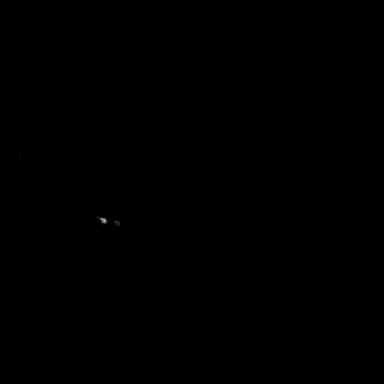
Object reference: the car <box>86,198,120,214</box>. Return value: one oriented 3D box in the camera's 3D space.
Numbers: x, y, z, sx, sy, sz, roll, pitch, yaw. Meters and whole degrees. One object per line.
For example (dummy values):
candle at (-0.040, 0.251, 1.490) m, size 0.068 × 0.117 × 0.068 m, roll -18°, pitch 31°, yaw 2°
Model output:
car at (-8.123, 1.264, 30.336) m, size 1.994 × 1.385 × 4.181 m, roll 1°, pitch 0°, yaw -35°
